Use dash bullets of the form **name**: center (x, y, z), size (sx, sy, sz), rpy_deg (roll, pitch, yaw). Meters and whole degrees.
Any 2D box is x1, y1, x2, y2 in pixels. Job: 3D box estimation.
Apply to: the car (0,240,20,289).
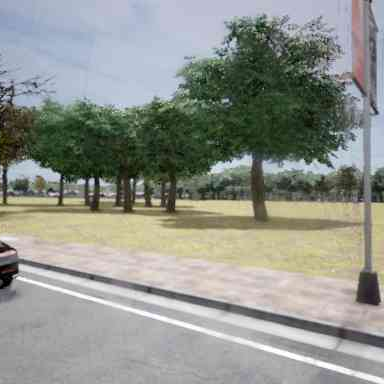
- **car**: center (-6.081, 1.538, 8.018), size (4.902, 1.511, 2.128), rpy_deg (0, 0, 36)
